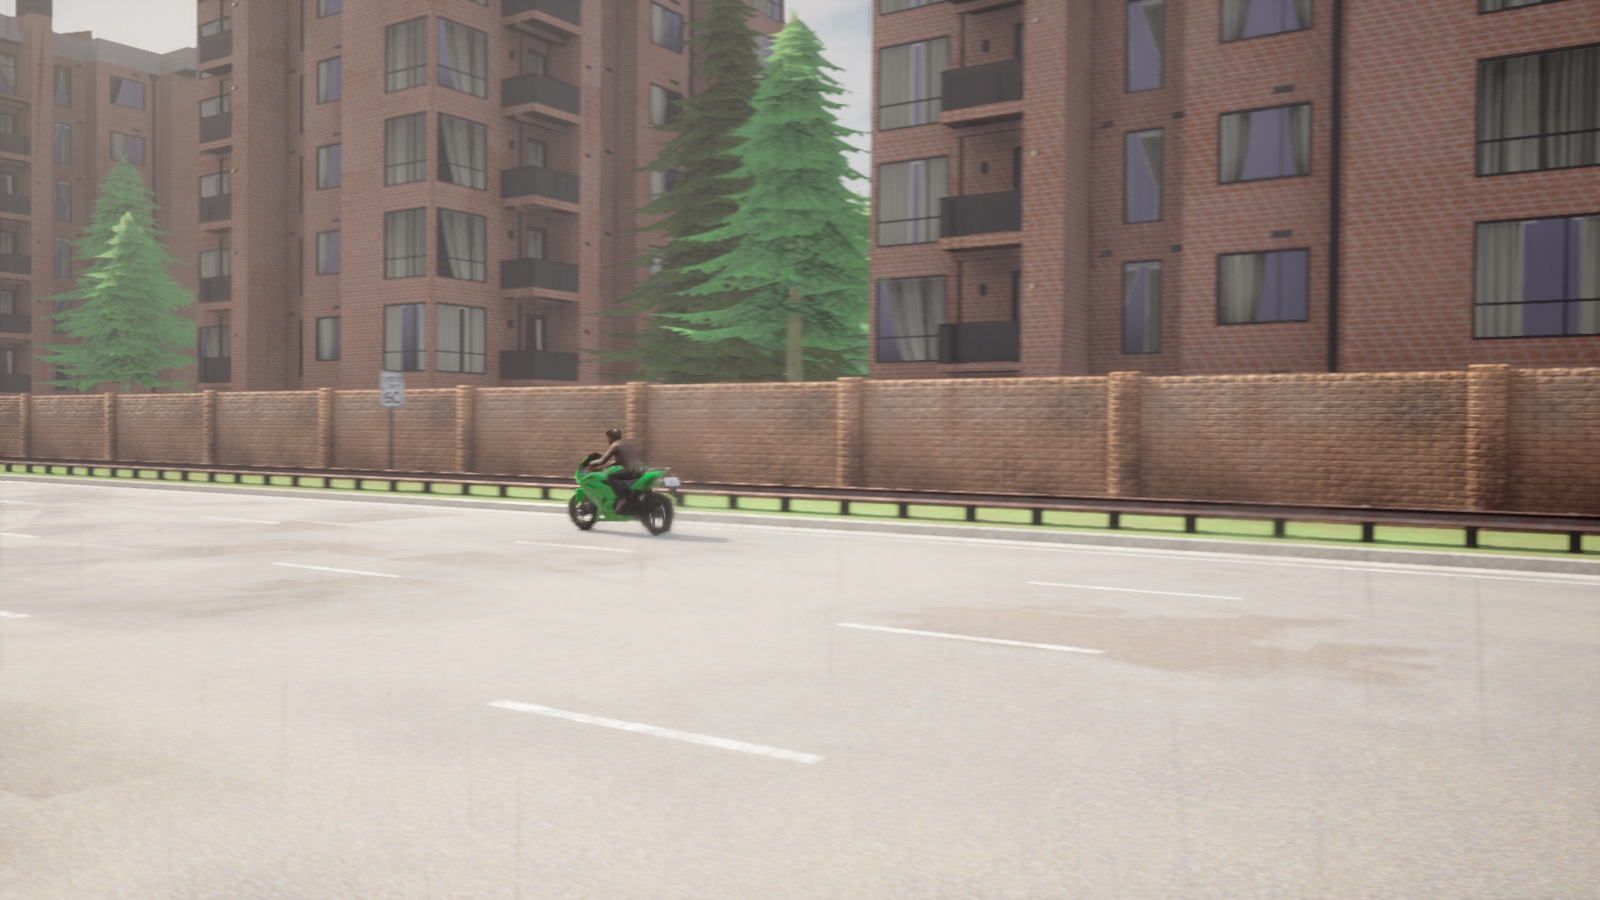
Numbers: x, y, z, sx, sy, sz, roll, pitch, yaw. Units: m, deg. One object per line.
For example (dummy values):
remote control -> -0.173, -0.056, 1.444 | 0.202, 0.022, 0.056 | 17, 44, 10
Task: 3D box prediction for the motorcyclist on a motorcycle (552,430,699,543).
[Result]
motorcyclist on a motorcycle -> -2.494, 0.493, 17.884 | 2.044, 1.523, 0.797 | 0, 1, 34
